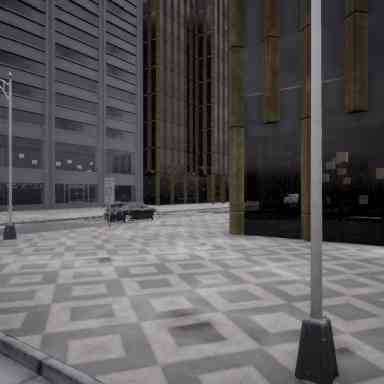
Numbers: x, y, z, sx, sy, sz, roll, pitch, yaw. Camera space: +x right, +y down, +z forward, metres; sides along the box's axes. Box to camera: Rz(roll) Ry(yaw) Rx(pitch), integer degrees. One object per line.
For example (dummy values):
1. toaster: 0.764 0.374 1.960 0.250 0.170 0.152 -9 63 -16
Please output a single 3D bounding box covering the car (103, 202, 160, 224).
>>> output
1. car: -4.435 1.518 25.217 1.837 1.490 4.892 0 0 36
